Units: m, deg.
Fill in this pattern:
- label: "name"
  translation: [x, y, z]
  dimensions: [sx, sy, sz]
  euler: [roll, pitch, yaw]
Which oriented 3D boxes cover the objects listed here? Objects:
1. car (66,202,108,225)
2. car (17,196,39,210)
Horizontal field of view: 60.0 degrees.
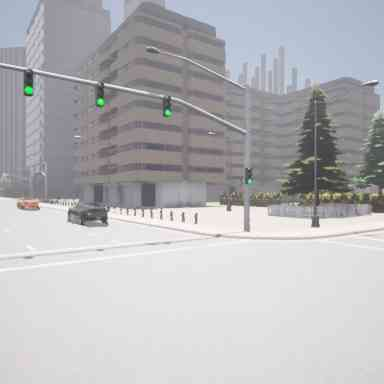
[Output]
- label: "car"
  translation: [-7.608, 1.502, 23.991]
  dimensions: [1.837, 1.490, 4.892]
  euler: [0, -1, -35]
- label: "car"
  translation: [-21.562, 1.352, 43.632]
  dimensions: [2.097, 1.767, 4.553]
  euler: [0, 0, -35]
